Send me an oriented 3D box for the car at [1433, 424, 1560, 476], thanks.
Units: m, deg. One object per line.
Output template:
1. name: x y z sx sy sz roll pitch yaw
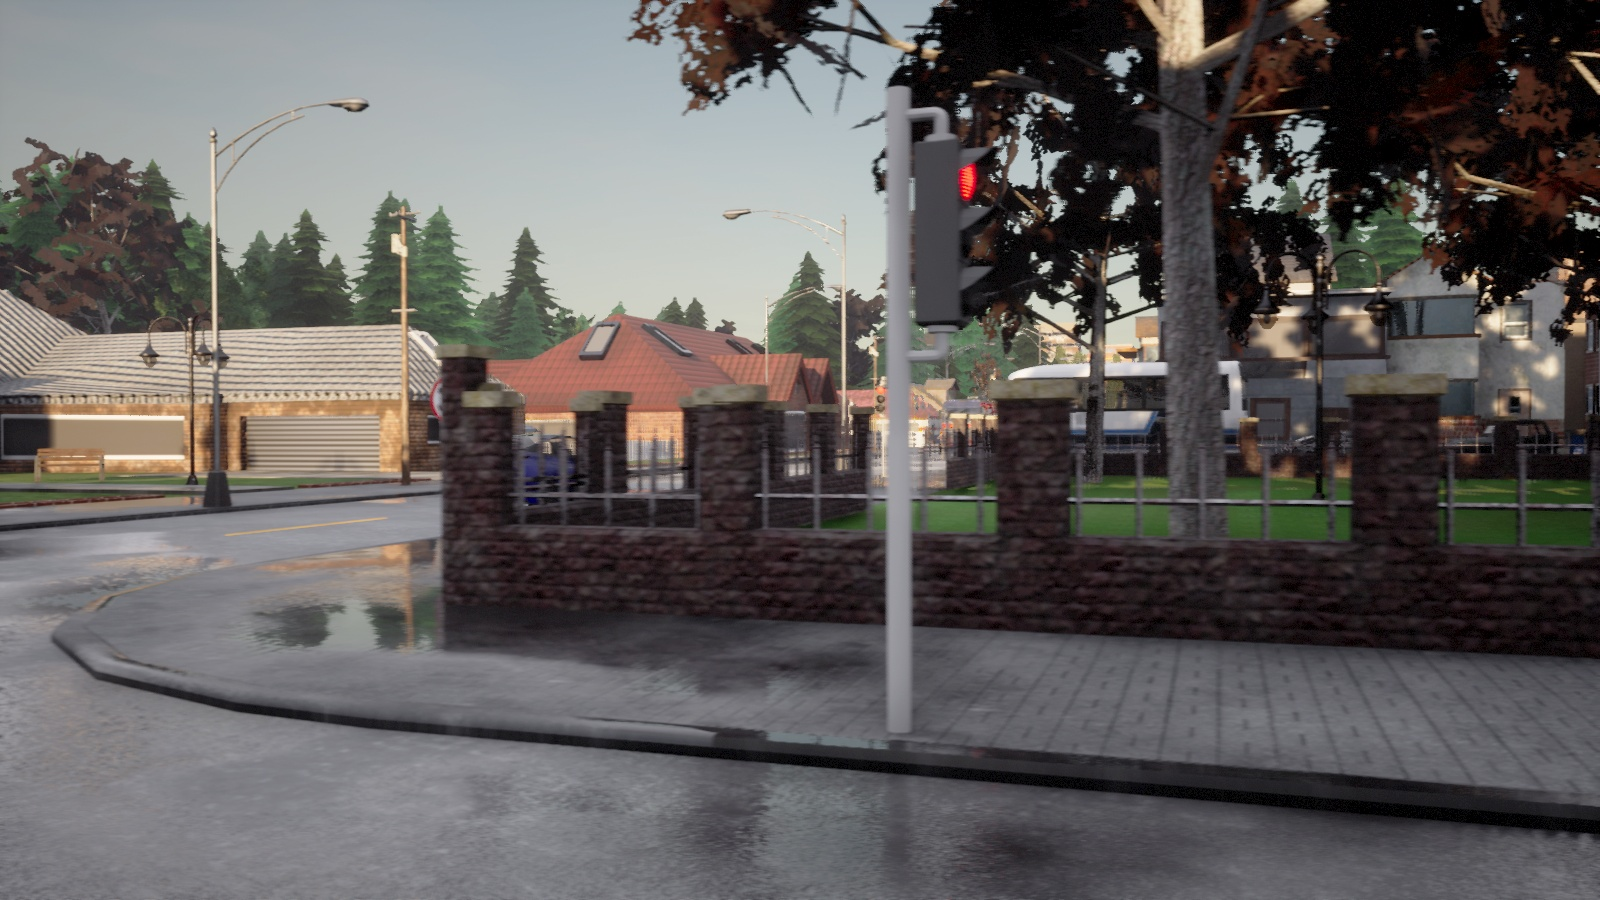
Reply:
1. car: 25.989 -0.031 47.011 3.866 1.878 1.905 1 1 19

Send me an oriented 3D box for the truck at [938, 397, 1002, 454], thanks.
1. truck: 12.024 -1.702 88.102 2.891 3.827 8.468 1 1 18

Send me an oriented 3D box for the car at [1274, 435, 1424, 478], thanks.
1. car: 19.509 0.209 44.844 4.674 1.442 1.812 0 1 15

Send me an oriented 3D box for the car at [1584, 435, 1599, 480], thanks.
1. car: 29.095 0.275 41.680 4.892 1.490 1.837 0 1 16

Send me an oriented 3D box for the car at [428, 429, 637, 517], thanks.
1. car: -5.028 0.365 24.351 2.007 1.525 4.514 0 1 17

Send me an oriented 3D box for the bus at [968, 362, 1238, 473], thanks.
1. bus: 12.491 -1.333 51.893 10.273 4.253 3.944 1 1 24
